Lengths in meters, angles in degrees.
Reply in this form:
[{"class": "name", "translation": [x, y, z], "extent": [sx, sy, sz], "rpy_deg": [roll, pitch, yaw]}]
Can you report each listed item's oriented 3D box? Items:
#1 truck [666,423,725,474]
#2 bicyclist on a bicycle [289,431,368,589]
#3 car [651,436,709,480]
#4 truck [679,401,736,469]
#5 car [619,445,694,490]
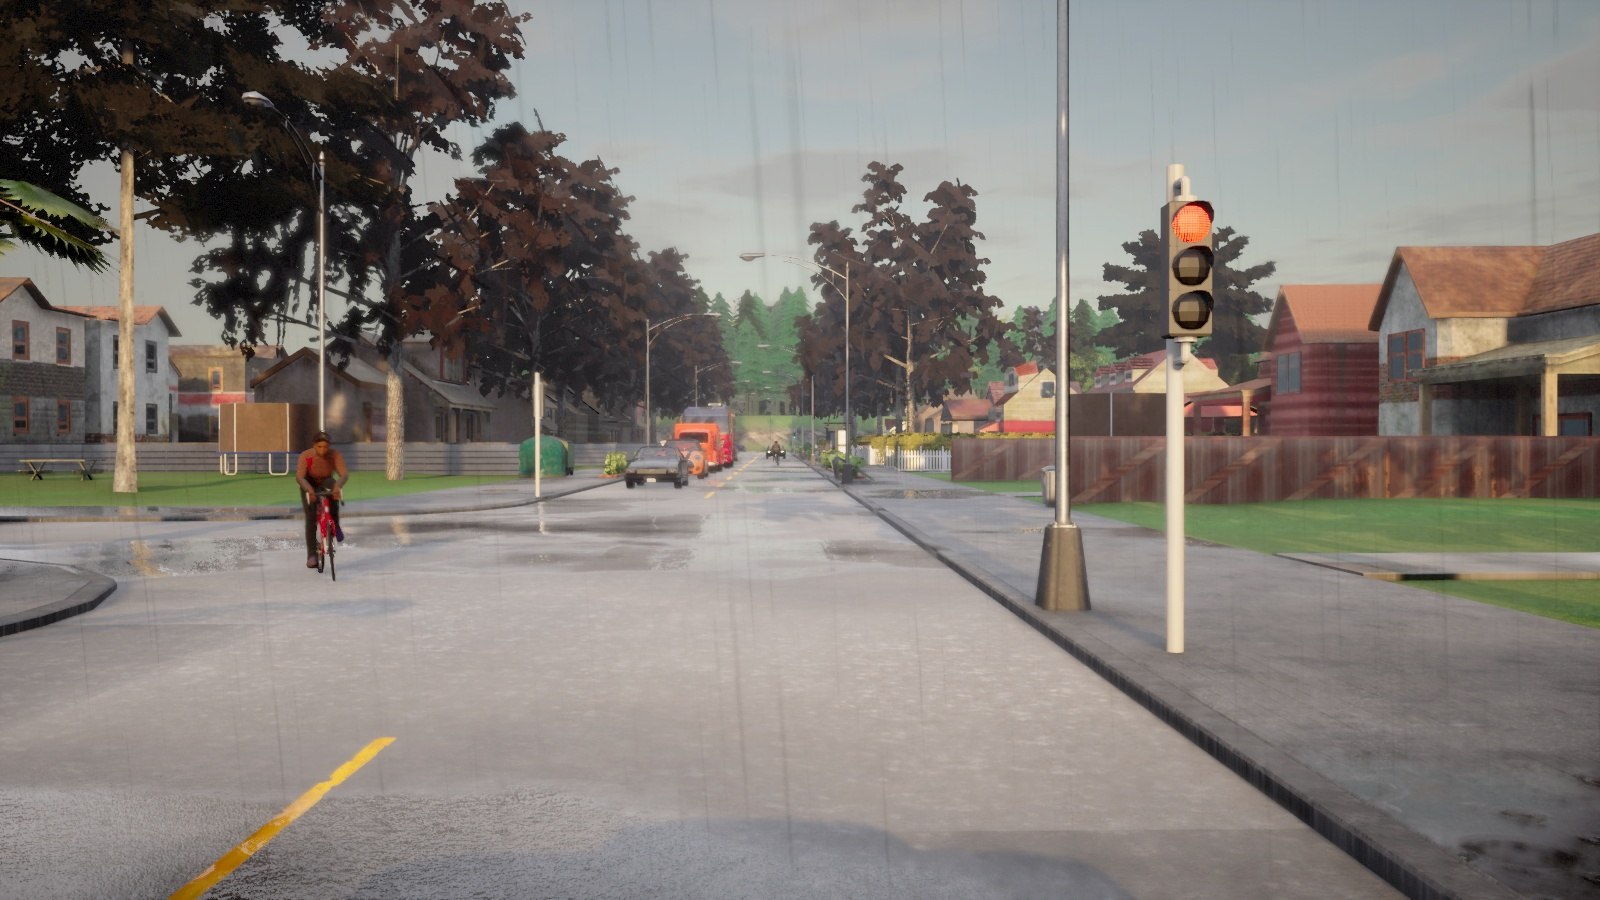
[{"class": "truck", "translation": [-5.189, -0.100, 63.075], "extent": [2.627, 2.467, 5.204], "rpy_deg": [0, 0, -1]}, {"class": "bicyclist on a bicycle", "translation": [-5.238, 0.617, 13.897], "extent": [0.582, 1.620, 1.656], "rpy_deg": [-3, 2, -27]}, {"class": "car", "translation": [-4.985, 0.303, 52.843], "extent": [2.097, 1.767, 4.553], "rpy_deg": [0, 0, -1]}, {"class": "truck", "translation": [-5.423, -0.846, 74.966], "extent": [2.891, 3.827, 8.468], "rpy_deg": [0, 0, -1]}, {"class": "car", "translation": [-4.789, 0.549, 42.690], "extent": [2.033, 1.411, 5.357], "rpy_deg": [0, 0, -1]}]
